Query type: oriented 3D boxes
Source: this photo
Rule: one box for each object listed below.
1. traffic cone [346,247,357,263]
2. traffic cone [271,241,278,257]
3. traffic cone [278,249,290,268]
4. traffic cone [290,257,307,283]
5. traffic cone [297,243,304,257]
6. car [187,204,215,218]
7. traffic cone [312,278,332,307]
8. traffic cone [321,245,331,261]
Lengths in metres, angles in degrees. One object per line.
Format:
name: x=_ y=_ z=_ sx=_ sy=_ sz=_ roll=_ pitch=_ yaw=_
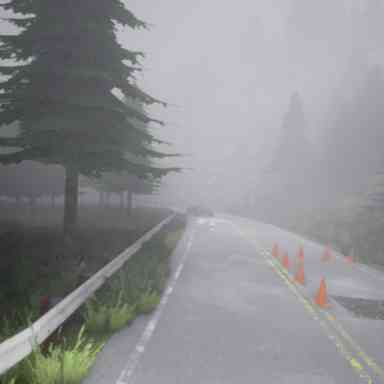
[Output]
traffic cone: x=6.366 y=2.504 z=13.251 sx=0.340 sy=0.580 sz=0.340 roll=4 pitch=0 yaw=3
traffic cone: x=3.396 y=2.294 z=13.460 sx=0.340 sy=0.580 sz=0.340 roll=4 pitch=0 yaw=4
traffic cone: x=3.242 y=2.269 z=11.467 sx=0.340 sy=0.580 sz=0.340 roll=4 pitch=0 yaw=5
traffic cone: x=3.087 y=2.245 z=9.473 sx=0.340 sy=0.580 sz=0.340 roll=4 pitch=0 yaw=5
traffic cone: x=4.387 y=2.364 z=13.376 sx=0.340 sy=0.580 sz=0.340 roll=4 pitch=0 yaw=5
car: x=0.884 y=1.950 z=35.693 sx=1.895 sy=1.301 sz=4.718 roll=3 pitch=-1 yaw=-16
traffic cone: x=2.933 y=2.223 z=7.479 sx=0.340 sy=0.580 sz=0.340 roll=4 pitch=0 yaw=5
traffic cone: x=5.379 y=2.434 z=13.298 sx=0.340 sy=0.580 sz=0.340 roll=4 pitch=0 yaw=5
